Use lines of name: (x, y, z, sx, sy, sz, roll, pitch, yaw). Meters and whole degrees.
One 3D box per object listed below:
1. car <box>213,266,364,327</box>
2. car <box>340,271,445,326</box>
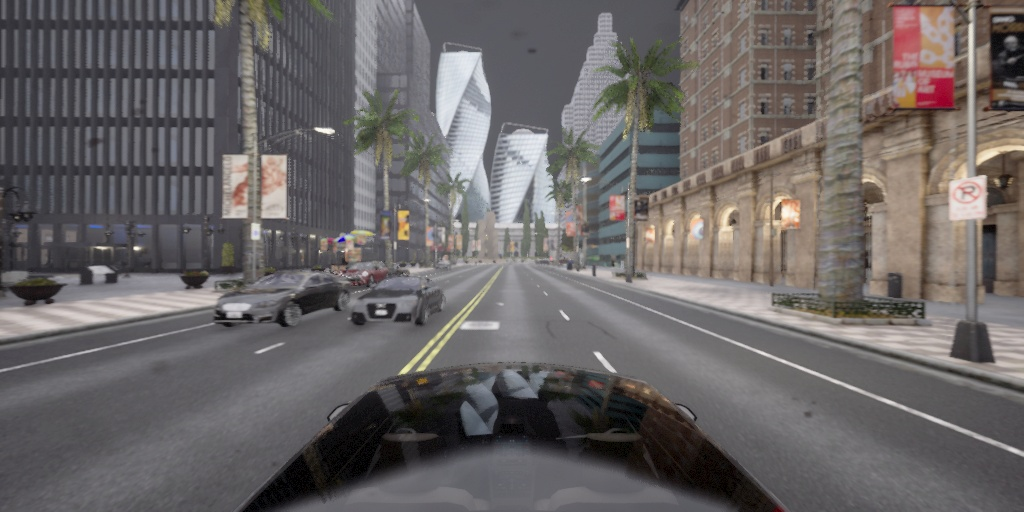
car: (-6.974, 1.237, 11.513, 2.128, 1.511, 4.902, 0, 0, 1)
car: (-3.473, 1.328, 11.603, 1.994, 1.385, 4.181, 0, 0, 1)
